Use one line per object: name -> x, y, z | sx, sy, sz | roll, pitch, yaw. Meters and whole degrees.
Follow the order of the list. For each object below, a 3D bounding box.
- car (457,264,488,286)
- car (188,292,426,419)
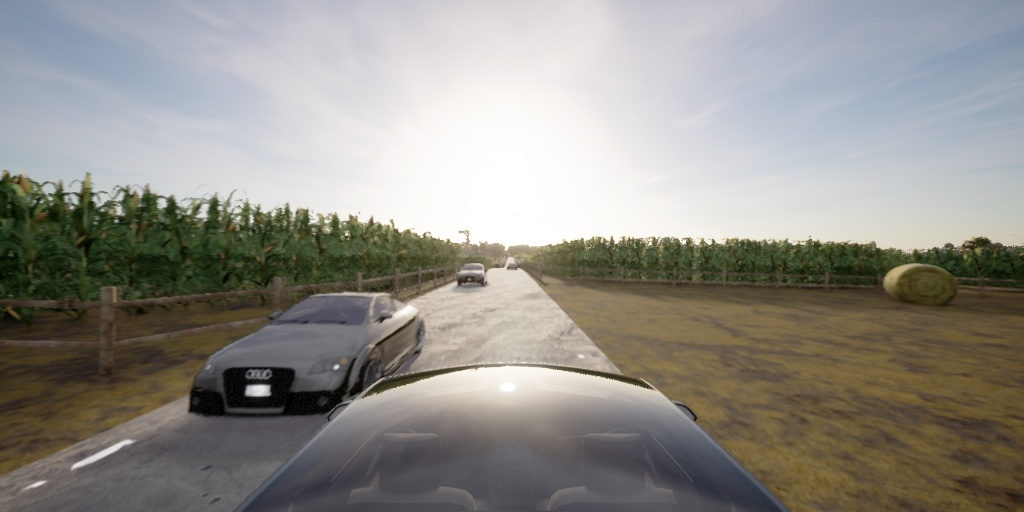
car -> -2.771, 1.327, 25.940 | 1.837, 1.490, 4.892 | 0, -1, 1
car -> -2.824, 1.316, 5.992 | 1.994, 1.385, 4.181 | 0, 0, 0
